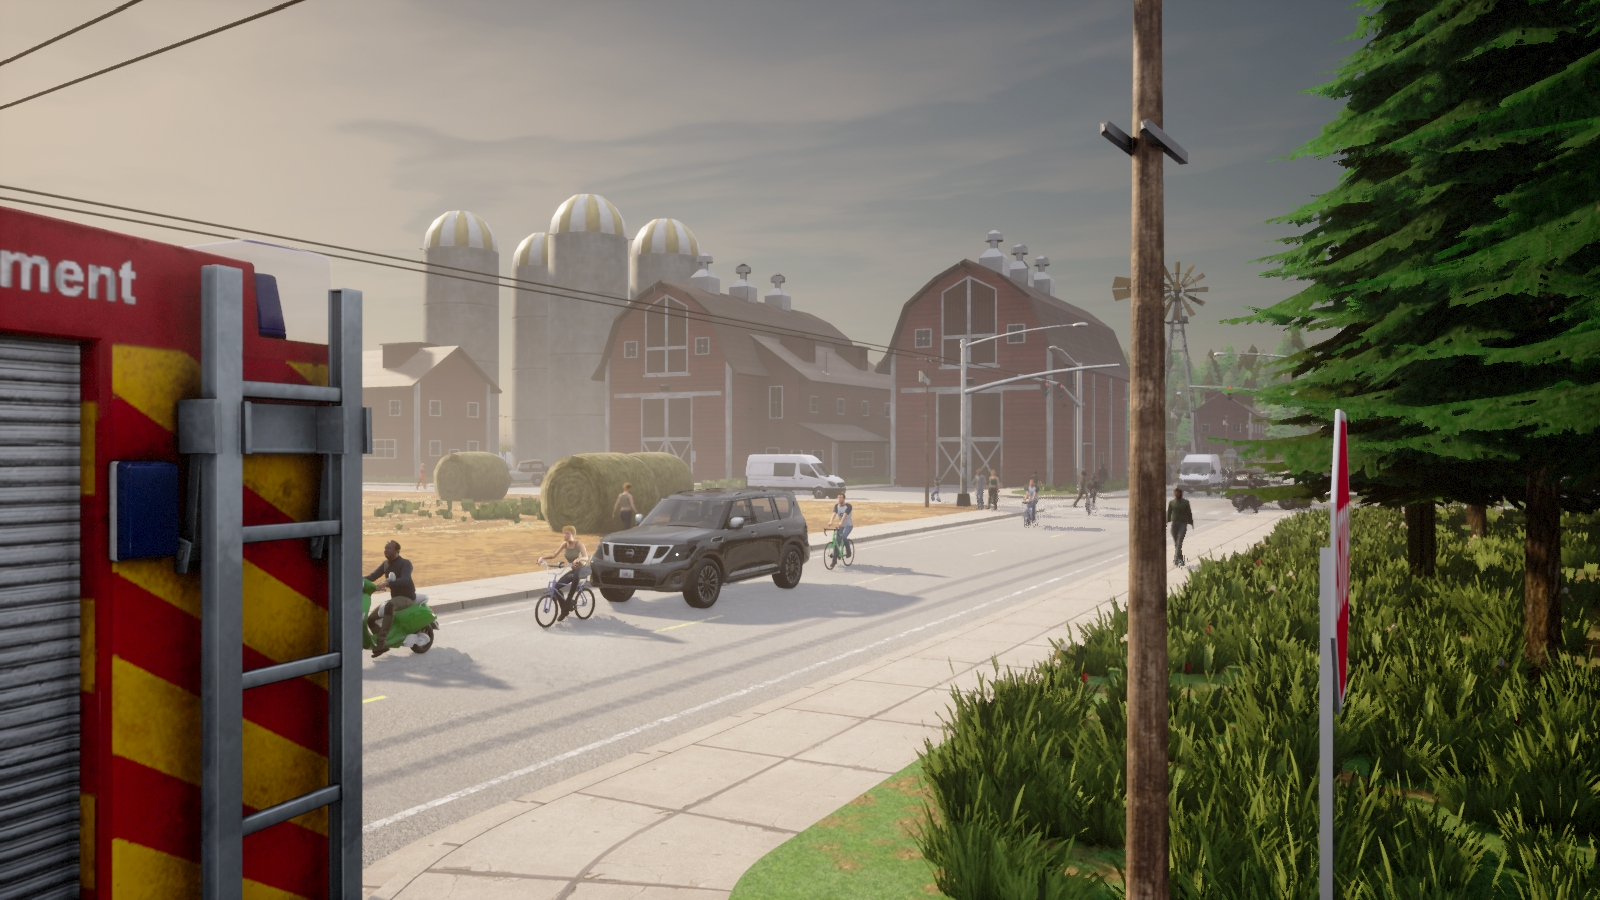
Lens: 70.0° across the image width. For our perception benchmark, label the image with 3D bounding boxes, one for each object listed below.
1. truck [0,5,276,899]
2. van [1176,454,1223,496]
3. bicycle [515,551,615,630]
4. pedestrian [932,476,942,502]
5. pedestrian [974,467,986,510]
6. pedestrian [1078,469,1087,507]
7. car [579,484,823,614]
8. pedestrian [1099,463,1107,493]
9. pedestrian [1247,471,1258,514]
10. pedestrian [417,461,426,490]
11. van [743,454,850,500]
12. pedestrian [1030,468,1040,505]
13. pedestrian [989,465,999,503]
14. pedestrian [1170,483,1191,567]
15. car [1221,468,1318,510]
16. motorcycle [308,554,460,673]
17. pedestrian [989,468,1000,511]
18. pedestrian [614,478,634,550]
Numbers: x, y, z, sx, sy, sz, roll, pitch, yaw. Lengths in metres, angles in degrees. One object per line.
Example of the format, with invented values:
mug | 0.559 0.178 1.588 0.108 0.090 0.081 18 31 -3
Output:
truck | -6.068 0.867 3.666 8.468 3.827 2.891 0 0 21
van | 25.727 1.534 73.540 1.988 2.561 5.915 0 0 28
bicycle | -3.813 2.256 18.637 0.859 1.080 1.487 0 0 28
pedestrian | 6.927 1.951 57.709 0.375 1.300 0.375 0 0 30
pedestrian | 7.971 1.696 50.620 0.375 1.860 0.375 0 0 44
pedestrian | 13.674 1.831 55.327 0.375 1.860 0.375 0 0 26
car | -1.737 1.779 22.480 2.150 2.045 5.566 0 0 27
pedestrian | 18.441 1.695 69.527 0.375 1.860 0.375 0 0 29
pedestrian | 19.725 1.848 49.814 0.375 1.860 0.375 0 0 28
pedestrian | -24.576 1.671 74.220 0.375 1.860 0.375 0 0 28
van | -0.211 1.504 65.704 5.915 2.561 1.988 0 0 27
pedestrian | 11.855 1.824 57.680 0.375 1.860 0.375 0 0 28
pedestrian | 9.520 1.670 56.093 0.375 1.860 0.375 0 0 30
pedestrian | 8.611 1.696 25.873 0.375 1.860 0.375 0 0 32
car | 22.479 1.842 54.764 1.905 1.878 3.866 -1 0 -42
motorcycle | -5.555 2.142 15.369 0.856 1.316 1.805 0 0 28
pedestrian | 8.450 1.695 49.700 0.375 1.860 0.375 0 0 31
pedestrian | -4.652 1.690 30.229 0.375 1.860 0.375 0 0 32
